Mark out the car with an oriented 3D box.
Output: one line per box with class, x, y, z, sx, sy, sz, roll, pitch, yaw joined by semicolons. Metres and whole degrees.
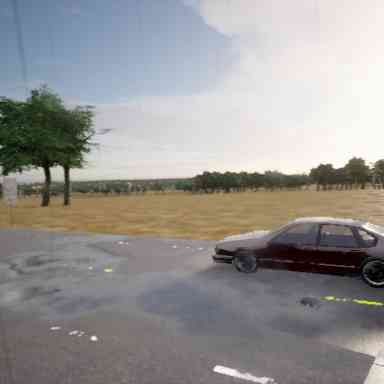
car;3.252;1.384;8.638;5.357;1.411;2.033;-1;2;27
